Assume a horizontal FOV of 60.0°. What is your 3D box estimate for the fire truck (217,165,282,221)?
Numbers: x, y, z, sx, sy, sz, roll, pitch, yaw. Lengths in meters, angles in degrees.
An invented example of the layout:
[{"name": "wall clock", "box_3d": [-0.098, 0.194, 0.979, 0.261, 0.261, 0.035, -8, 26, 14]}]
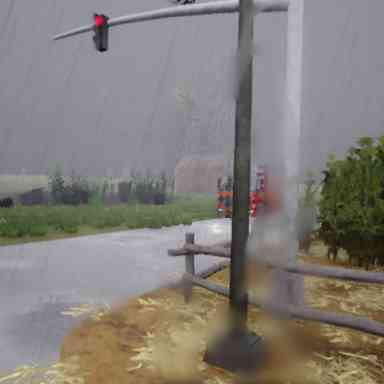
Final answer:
[{"name": "fire truck", "box_3d": [5.154, 0.051, 24.977, 2.891, 3.827, 8.468, 2, 1, 34]}]
